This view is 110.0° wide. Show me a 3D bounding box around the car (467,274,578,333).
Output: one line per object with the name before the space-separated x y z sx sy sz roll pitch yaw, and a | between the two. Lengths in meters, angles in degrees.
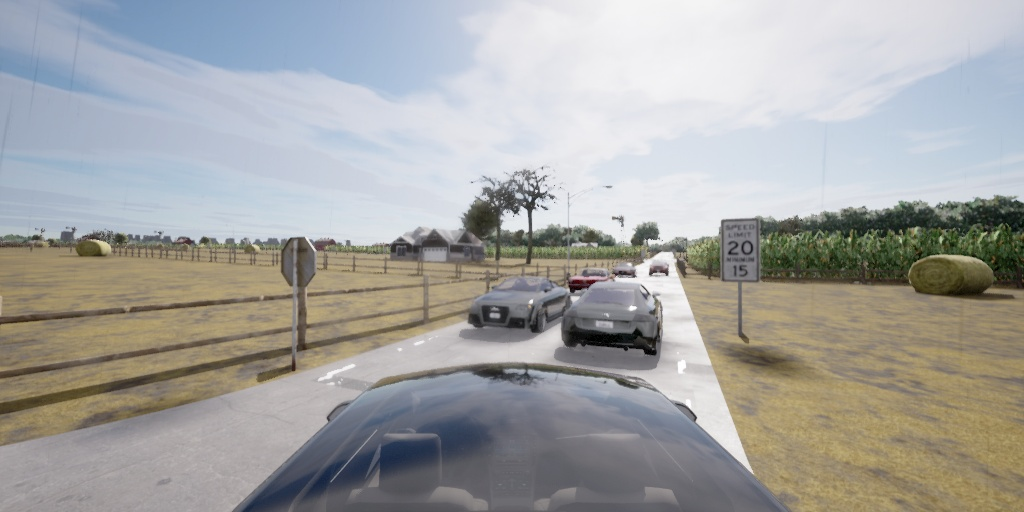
car | 0.404 1.332 10.877 1.994 1.385 4.181 0 0 25

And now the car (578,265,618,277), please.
car | 4.584 1.380 20.320 1.895 1.301 4.718 0 0 24

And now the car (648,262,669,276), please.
car | 15.517 1.313 37.850 1.812 1.442 4.674 0 0 24

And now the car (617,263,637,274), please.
car | 10.868 1.356 34.427 1.994 1.385 4.181 0 0 24

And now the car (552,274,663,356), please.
car | 2.631 1.320 8.886 1.994 1.385 4.181 0 0 24
